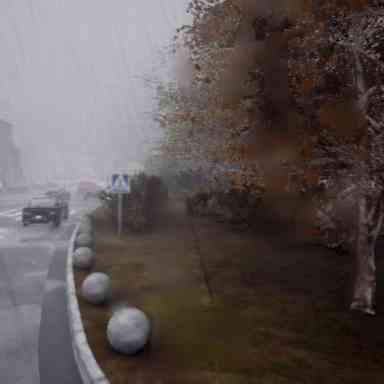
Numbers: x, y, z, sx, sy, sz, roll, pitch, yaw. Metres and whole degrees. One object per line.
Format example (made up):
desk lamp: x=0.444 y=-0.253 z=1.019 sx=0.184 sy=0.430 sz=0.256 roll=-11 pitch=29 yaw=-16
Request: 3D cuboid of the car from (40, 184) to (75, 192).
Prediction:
car: x=-14.395 y=0.281 z=35.702 sx=1.837 sy=1.490 sz=4.892 roll=1 pitch=2 yaw=-8

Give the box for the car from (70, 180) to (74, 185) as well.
car: x=-32.970 y=-2.308 z=87.862 sx=1.946 sy=1.575 sz=5.366 roll=1 pitch=2 yaw=-7

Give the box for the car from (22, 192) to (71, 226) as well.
car: x=-8.551 y=1.040 z=19.701 sx=1.882 sy=1.535 sz=5.008 roll=1 pitch=3 yaw=-13

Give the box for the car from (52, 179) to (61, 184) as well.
car: x=-30.894 y=-1.852 z=71.706 sx=2.435 sy=2.045 sz=5.566 roll=1 pitch=2 yaw=-7

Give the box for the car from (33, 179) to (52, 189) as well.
car: x=-30.200 y=-1.363 z=66.276 sx=2.231 sy=1.521 sz=4.892 roll=1 pitch=2 yaw=-7

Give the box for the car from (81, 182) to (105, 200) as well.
car: x=-11.725 y=-0.019 z=40.471 sx=2.097 sy=1.767 sz=4.553 roll=1 pitch=2 yaw=-7

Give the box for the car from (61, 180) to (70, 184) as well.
car: x=-32.152 y=-2.008 z=81.045 sx=2.231 sy=1.521 sz=4.892 roll=1 pitch=2 yaw=-7

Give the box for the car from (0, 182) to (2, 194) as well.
car: x=-27.379 y=-0.659 z=44.332 sx=2.435 sy=2.045 sz=5.566 roll=1 pitch=2 yaw=-7

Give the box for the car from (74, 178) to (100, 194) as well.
car: x=-16.479 y=-0.728 z=52.288 sx=2.150 sy=2.045 sz=5.566 roll=1 pitch=2 yaw=-7

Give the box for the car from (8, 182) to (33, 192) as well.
car: x=-28.795 y=-0.855 z=55.289 sx=2.163 sy=1.488 sz=4.792 roll=1 pitch=2 yaw=-7
